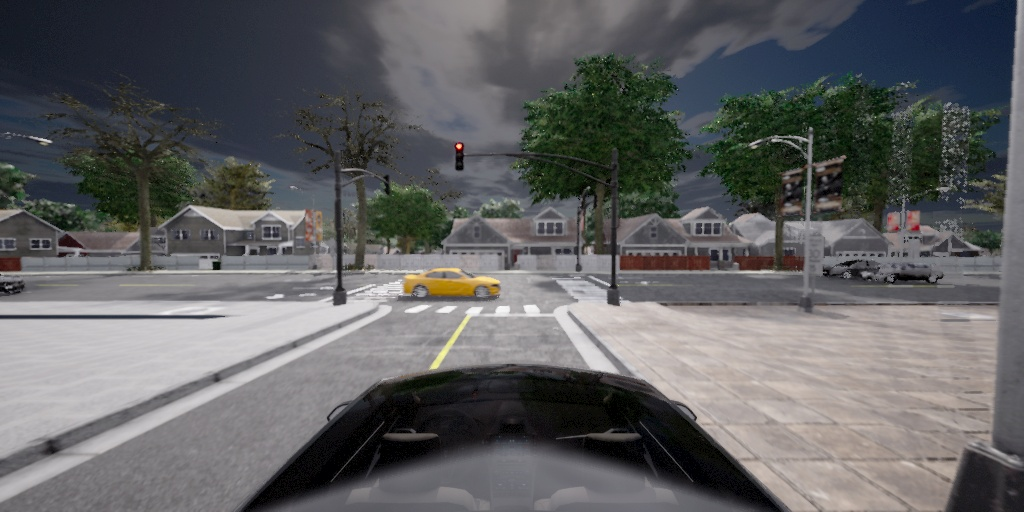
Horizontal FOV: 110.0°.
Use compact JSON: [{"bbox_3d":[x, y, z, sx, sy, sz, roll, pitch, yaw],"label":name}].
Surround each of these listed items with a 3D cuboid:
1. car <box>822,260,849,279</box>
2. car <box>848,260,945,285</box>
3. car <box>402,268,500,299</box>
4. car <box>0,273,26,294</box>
[{"bbox_3d":[27.398,1.052,28.587,4.892,1.490,1.837,0,2,0],"label":"car"},{"bbox_3d":[27.401,1.163,25.339,4.902,1.511,2.128,0,2,0],"label":"car"},{"bbox_3d":[-3.121,1.377,18.719,5.008,1.535,1.882,0,2,0],"label":"car"},{"bbox_3d":[-28.681,1.368,18.687,5.008,1.535,1.882,0,2,0],"label":"car"}]
